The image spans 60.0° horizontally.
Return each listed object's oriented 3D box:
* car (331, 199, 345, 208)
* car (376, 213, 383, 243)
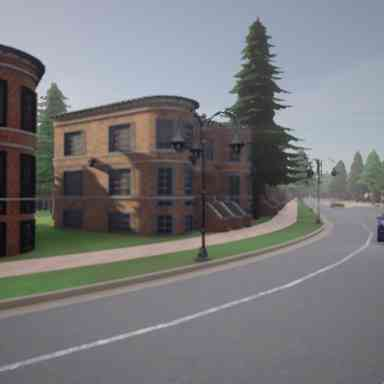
[{"bbox_3d":[24.372,1.907,55.706,1.882,1.535,5.008,0,0,18],"label":"car"},{"bbox_3d":[10.285,1.616,16.397,1.882,1.535,5.008,0,0,30],"label":"car"}]
